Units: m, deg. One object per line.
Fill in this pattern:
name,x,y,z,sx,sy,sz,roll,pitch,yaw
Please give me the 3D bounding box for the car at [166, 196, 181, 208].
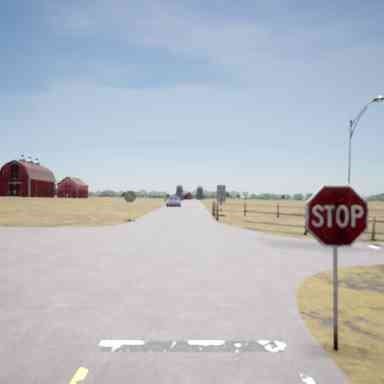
car,-2.656,1.360,48.433,2.097,1.767,4.553,0,0,0
